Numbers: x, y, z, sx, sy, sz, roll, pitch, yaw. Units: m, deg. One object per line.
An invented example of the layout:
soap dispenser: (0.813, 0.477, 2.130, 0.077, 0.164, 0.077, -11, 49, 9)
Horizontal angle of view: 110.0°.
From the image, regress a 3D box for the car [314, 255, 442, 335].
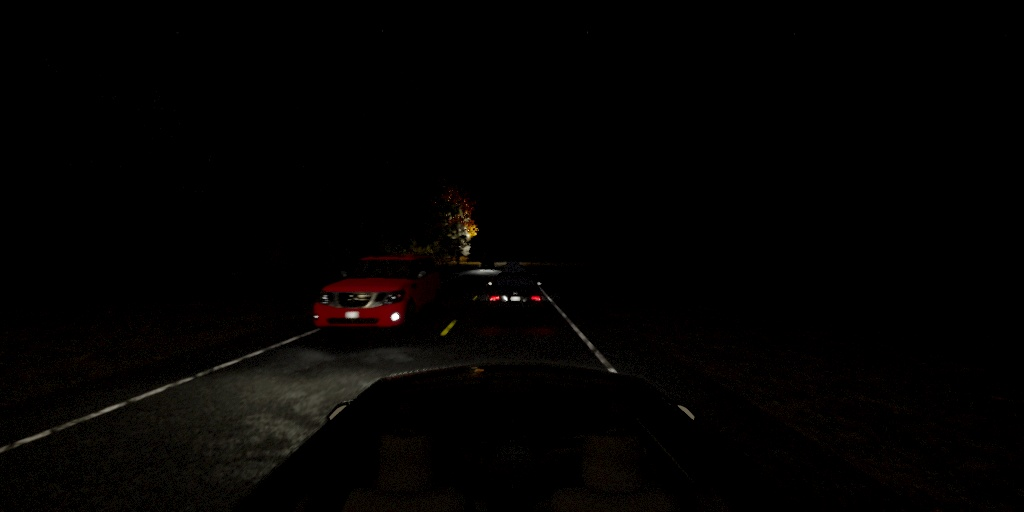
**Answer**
car: (-3.601, 0.971, 10.841, 2.150, 2.045, 5.566, 0, 0, 0)

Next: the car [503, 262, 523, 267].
car: (0.085, 1.278, 34.336, 1.812, 1.442, 4.674, 0, 0, 0)

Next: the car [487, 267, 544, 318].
car: (0.100, 1.297, 12.990, 2.033, 1.411, 5.357, 0, 0, 0)

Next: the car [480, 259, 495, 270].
car: (-3.577, 1.250, 53.308, 2.128, 1.511, 4.902, 0, 0, 0)
